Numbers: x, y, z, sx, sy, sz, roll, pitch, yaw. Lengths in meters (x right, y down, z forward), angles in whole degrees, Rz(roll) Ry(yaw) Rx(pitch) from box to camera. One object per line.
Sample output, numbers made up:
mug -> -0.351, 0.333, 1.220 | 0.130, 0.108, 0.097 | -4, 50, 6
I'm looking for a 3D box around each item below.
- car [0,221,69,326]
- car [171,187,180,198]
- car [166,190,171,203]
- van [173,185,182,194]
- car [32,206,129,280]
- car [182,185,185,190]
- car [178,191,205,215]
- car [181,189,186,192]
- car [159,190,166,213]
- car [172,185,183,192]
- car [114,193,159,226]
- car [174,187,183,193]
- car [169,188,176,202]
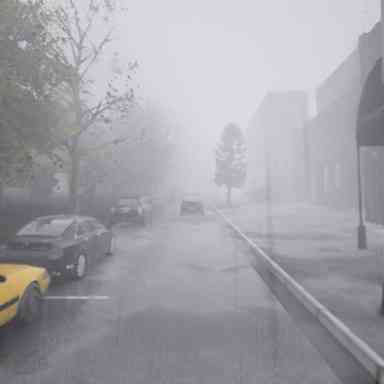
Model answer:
car -> -3.630, 1.453, 4.087 | 1.946, 1.575, 5.366 | 1, 0, 2
car -> -3.647, 0.351, 54.439 | 2.163, 1.488, 4.792 | 0, 1, 2
car -> -3.651, 0.898, 32.125 | 2.231, 1.521, 4.892 | 0, 1, 2
van -> -3.642, -0.649, 82.363 | 1.878, 1.987, 4.442 | 0, 1, 2
car -> -3.633, 1.411, 9.826 | 2.231, 1.521, 4.892 | 1, 1, 2
car -> -3.646, -0.524, 76.706 | 2.435, 2.045, 5.566 | 0, 1, 2
car -> 0.016, 1.009, 27.560 | 1.882, 1.535, 5.008 | 0, 2, 0
car -> 0.042, 0.756, 40.323 | 2.033, 1.411, 5.357 | 0, 1, 1
car -> -3.652, 0.912, 26.528 | 2.185, 1.767, 4.553 | 0, 1, 2
car -> -3.647, -0.123, 71.110 | 2.097, 1.535, 5.008 | 0, 1, 2
car -> -3.653, 1.050, 20.958 | 2.185, 1.767, 4.553 | 0, 1, 2
car -> -3.639, -0.574, 88.005 | 1.946, 1.575, 5.366 | 0, 1, 2
car -> -3.642, 0.605, 43.455 | 1.946, 1.575, 5.366 | 0, 1, 2
